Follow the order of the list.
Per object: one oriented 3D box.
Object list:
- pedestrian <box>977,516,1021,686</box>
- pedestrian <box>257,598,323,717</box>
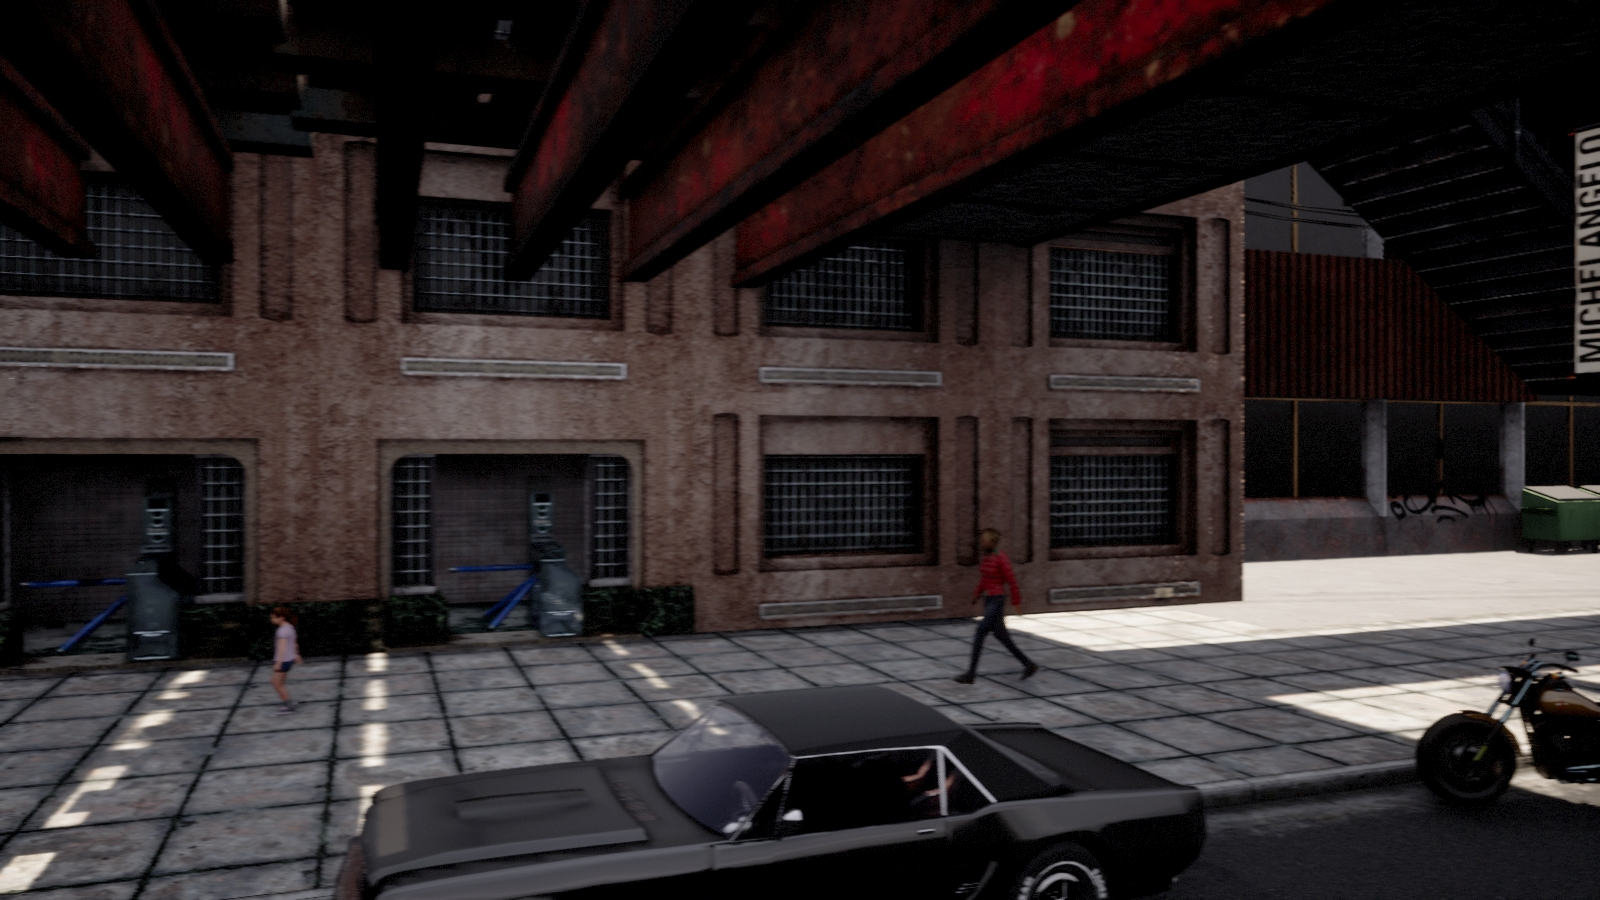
[{"bbox_3d":[2.254,1.696,12.957,0.375,1.860,0.375,0,0,-15],"label":"pedestrian"},{"bbox_3d":[-5.137,2.076,11.523,0.500,1.100,0.500,0,0,-10],"label":"pedestrian"}]
